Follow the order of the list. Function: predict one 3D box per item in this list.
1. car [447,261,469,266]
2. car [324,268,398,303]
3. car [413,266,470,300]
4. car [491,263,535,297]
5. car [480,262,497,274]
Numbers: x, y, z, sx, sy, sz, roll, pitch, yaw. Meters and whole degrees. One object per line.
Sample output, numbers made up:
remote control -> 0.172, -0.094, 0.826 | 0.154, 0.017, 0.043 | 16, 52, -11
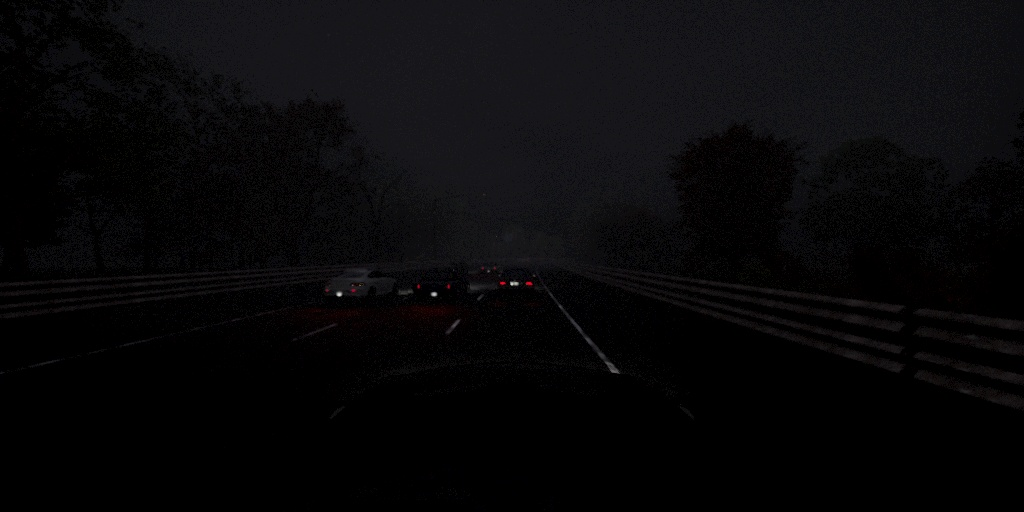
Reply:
car -> -5.913, 1.249, 39.614 | 2.128, 1.511, 4.902 | 0, 0, 3
car -> -6.790, 1.278, 16.522 | 1.812, 1.442, 4.674 | 0, 0, 1
car -> -3.290, 1.350, 17.621 | 1.895, 1.301, 4.718 | 0, 0, 1
car -> 0.244, 1.294, 18.711 | 2.033, 1.411, 5.357 | 0, 0, 2
car -> -2.375, 1.355, 40.601 | 1.895, 1.301, 4.718 | 0, 0, 3
